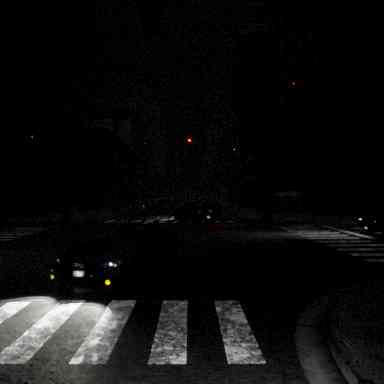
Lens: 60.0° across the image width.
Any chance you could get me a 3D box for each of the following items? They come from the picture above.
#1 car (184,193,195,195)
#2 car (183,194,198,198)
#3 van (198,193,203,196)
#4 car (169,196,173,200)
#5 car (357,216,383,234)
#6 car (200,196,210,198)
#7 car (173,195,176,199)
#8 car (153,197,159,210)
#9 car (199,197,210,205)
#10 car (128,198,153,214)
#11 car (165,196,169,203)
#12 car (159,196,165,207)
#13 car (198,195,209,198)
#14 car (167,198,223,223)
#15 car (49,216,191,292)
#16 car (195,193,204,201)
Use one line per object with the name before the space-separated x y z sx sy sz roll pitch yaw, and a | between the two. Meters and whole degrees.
car | -0.275 1.625 73.874 1.837 1.490 4.892 0 0 0
car | -0.199 1.638 61.033 2.033 1.411 5.357 0 0 1
van | 2.346 1.424 58.196 1.690 1.788 3.998 0 0 0
car | -5.668 1.552 69.225 1.967 1.590 4.097 0 0 0
car | 11.322 1.554 17.416 4.718 1.301 1.895 0 0 0
car | 2.336 1.641 47.175 1.802 1.307 4.206 0 0 0
car | -5.658 1.694 80.246 2.008 1.369 4.403 0 0 0
car | -5.694 1.490 41.671 1.967 1.590 4.097 0 0 0
car | 2.351 1.647 63.706 2.008 1.369 4.403 0 0 0
car | -5.699 1.480 36.160 1.967 1.590 4.097 0 0 0
car | -5.678 1.634 58.203 2.008 1.369 4.403 0 0 0
car | -5.684 1.653 52.692 1.802 1.307 4.206 0 0 0
car | 2.341 1.637 52.685 1.947 1.339 4.313 0 0 0
car | 0.123 1.530 25.751 1.837 1.490 4.892 -4 2 -26
car | -1.749 1.553 8.946 1.994 1.385 4.181 0 0 20
car | 2.009 1.401 90.152 2.150 2.045 5.566 0 0 0
